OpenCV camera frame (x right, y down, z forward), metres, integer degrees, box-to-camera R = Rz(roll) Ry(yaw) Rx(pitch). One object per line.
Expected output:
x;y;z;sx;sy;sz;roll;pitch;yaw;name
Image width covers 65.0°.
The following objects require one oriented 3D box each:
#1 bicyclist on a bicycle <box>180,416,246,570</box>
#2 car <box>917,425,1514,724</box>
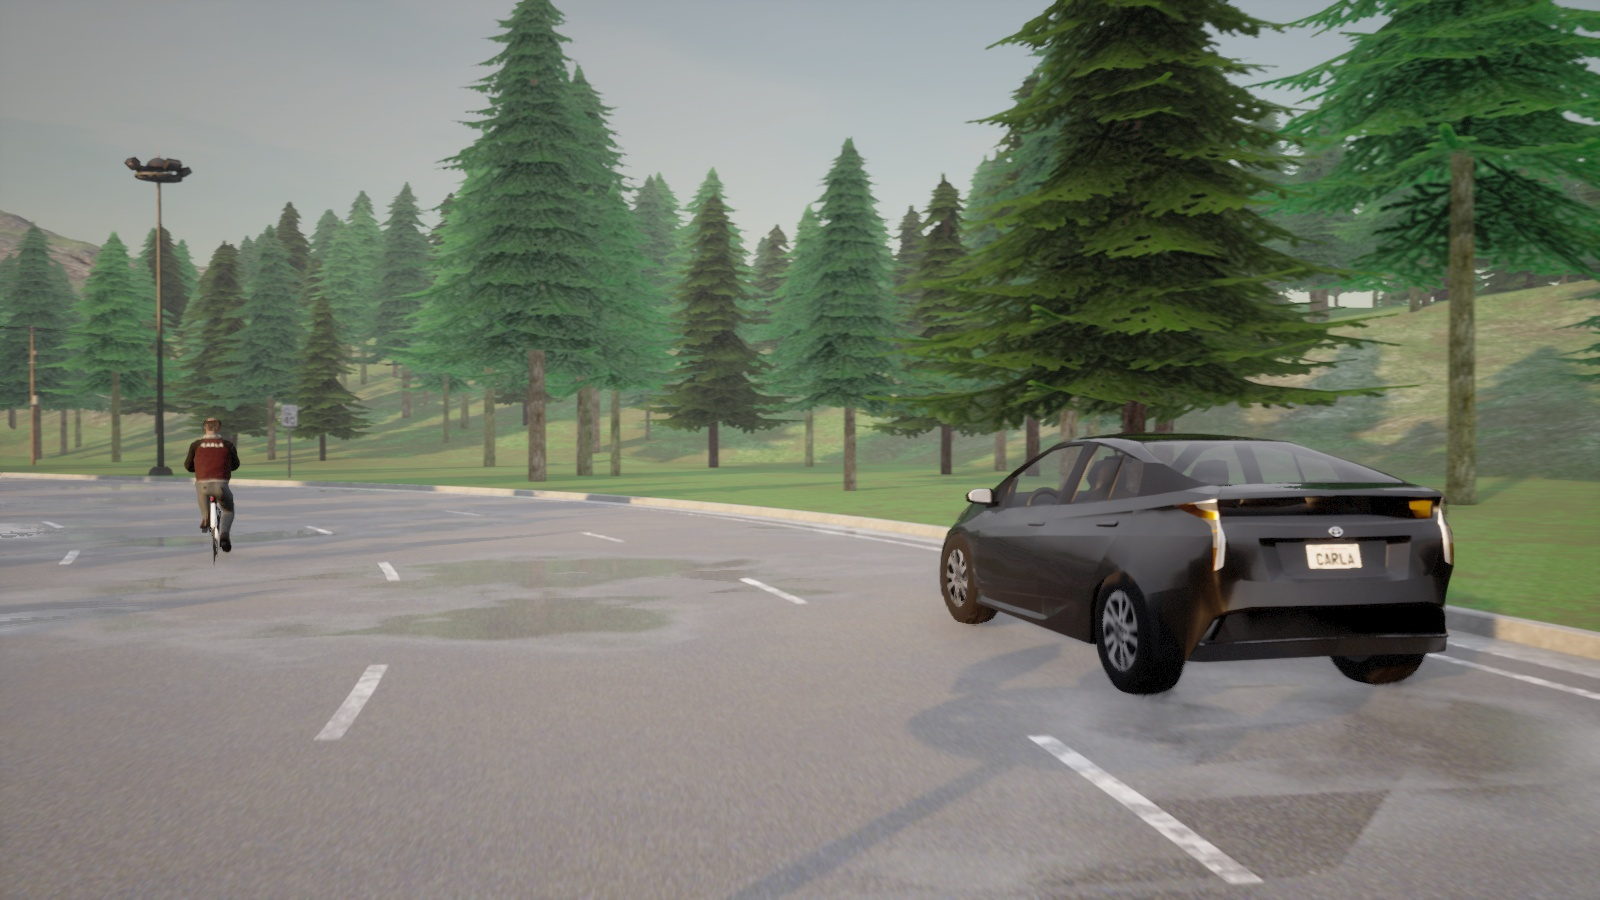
-7.173;0.480;15.391;0.659;1.776;1.843;-1;1;-24;bicyclist on a bicycle
2.432;0.611;8.805;2.007;1.525;4.514;0;1;-11;car
